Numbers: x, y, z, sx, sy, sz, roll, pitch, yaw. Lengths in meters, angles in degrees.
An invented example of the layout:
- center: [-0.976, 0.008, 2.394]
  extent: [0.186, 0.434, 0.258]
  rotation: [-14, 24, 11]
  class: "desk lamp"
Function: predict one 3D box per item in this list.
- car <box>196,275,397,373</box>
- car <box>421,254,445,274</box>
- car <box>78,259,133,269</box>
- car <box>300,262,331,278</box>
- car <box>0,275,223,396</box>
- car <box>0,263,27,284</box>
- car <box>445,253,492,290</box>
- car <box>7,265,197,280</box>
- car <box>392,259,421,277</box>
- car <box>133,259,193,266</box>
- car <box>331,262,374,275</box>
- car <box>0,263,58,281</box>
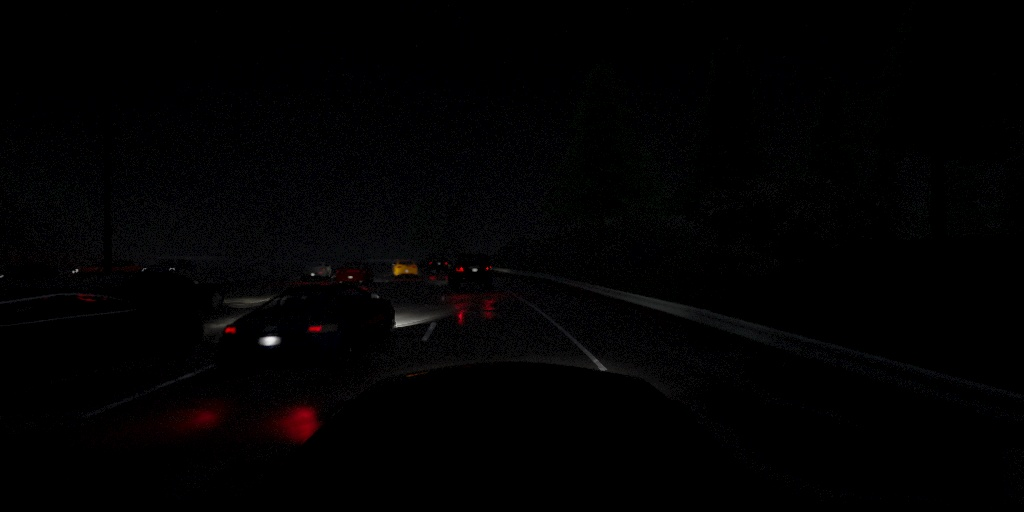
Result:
- center: [-3.923, 1.296, 7.619]
  extent: [1.994, 1.385, 4.181]
  rotation: [0, 0, -4]
  class: "car"
- center: [-8.413, 0.846, 38.283]
  extent: [2.150, 2.045, 5.566]
  rotation: [0, 0, -25]
  class: "car"
- center: [-29.932, 1.046, 26.620]
  extent: [2.097, 1.767, 4.553]
  rotation: [0, 0, -23]
  class: "car"
- center: [-16.084, 1.191, 29.577]
  extent: [1.812, 1.442, 4.674]
  rotation: [0, 0, -21]
  class: "car"
- center: [-7.294, 1.237, 5.472]
  extent: [2.128, 1.511, 4.902]
  rotation: [0, 0, -3]
  class: "car"
- center: [-36.673, 1.238, 24.681]
  extent: [1.812, 1.442, 4.674]
  rotation: [0, 0, -24]
  class: "car"
- center: [-2.659, 0.891, 21.901]
  extent: [2.150, 2.045, 5.566]
  rotation: [0, -1, -14]
  class: "car"
- center: [-11.303, 1.207, 11.114]
  extent: [1.882, 1.535, 5.008]
  rotation: [0, 0, -7]
  class: "car"
- center: [-9.866, 1.123, 32.784]
  extent: [1.882, 1.535, 5.008]
  rotation: [0, 0, -22]
  class: "car"
- center: [-26.748, 1.036, 28.086]
  extent: [2.097, 1.767, 4.553]
  rotation: [0, 0, -23]
  class: "car"
- center: [-10.624, 1.155, 24.455]
  extent: [1.882, 1.535, 5.008]
  rotation: [0, 0, -16]
  class: "car"
- center: [-32.502, 1.217, 23.502]
  extent: [1.837, 1.490, 4.892]
  rotation: [0, 0, -21]
  class: "car"
